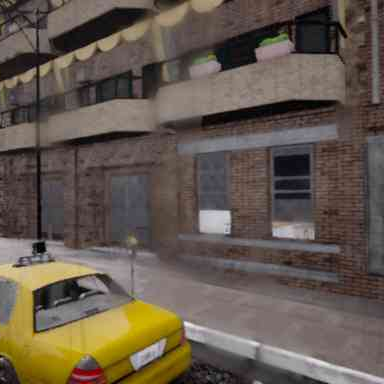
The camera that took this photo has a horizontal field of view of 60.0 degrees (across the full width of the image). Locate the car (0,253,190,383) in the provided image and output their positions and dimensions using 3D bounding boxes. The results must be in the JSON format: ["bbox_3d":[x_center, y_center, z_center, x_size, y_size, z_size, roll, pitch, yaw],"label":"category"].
[{"bbox_3d":[-2.297,1.514,4.529,4.829,1.417,1.752,0,-1,36],"label":"car"}]
